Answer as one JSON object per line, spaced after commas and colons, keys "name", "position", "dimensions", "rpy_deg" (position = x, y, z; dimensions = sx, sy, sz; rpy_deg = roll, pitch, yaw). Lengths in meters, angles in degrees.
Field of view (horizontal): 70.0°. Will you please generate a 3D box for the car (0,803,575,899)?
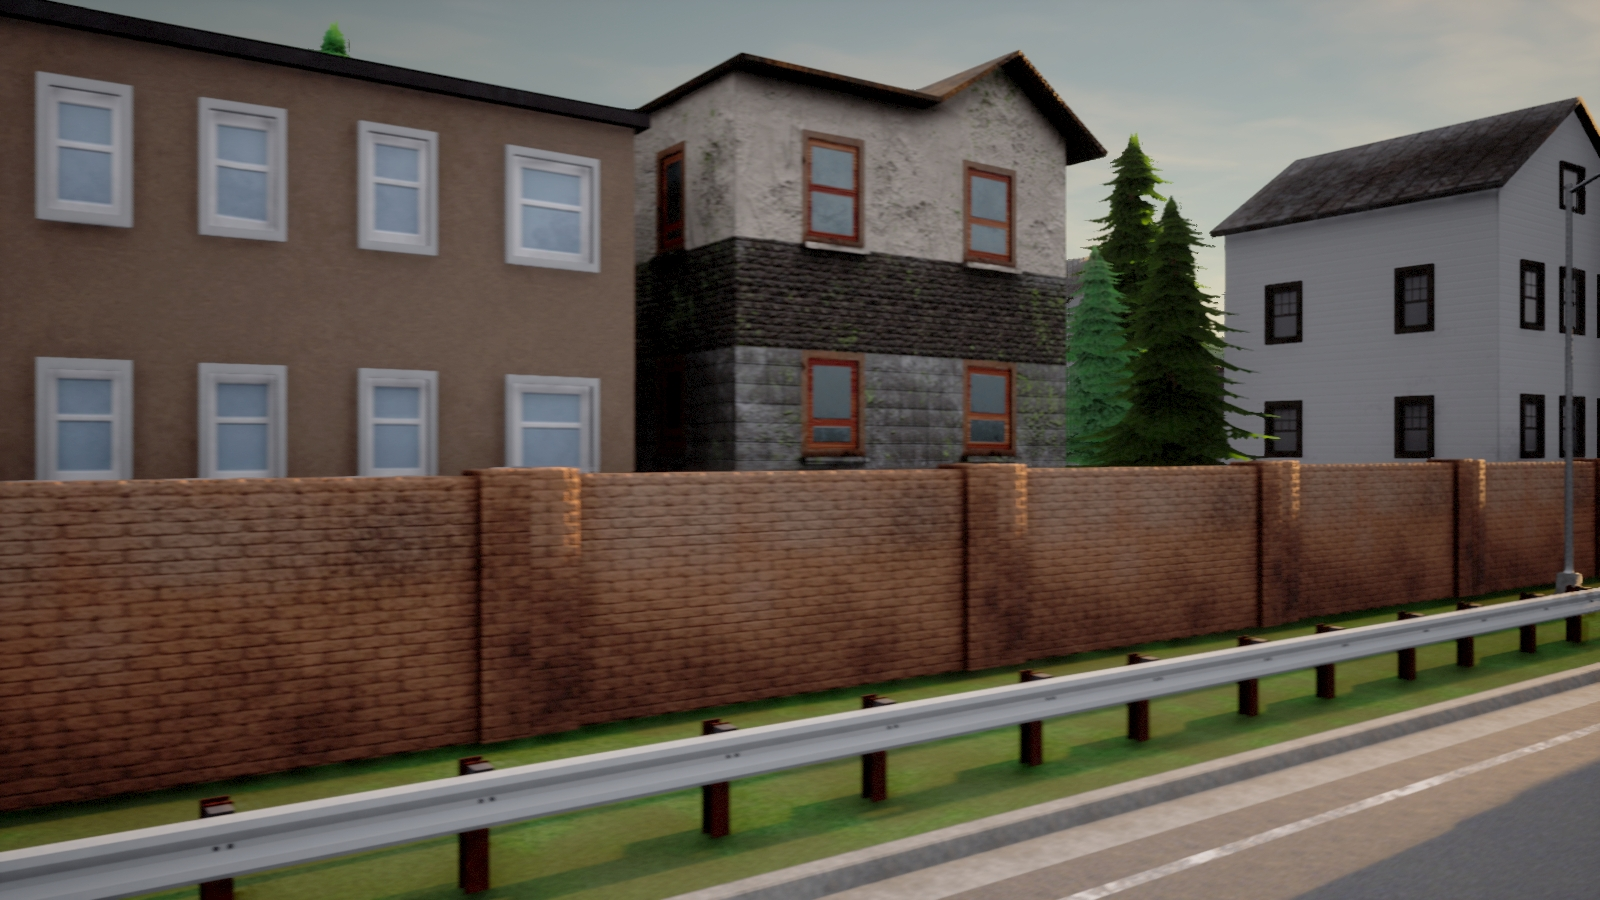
{"name": "car", "position": [-2.536, 2.040, 2.018], "dimensions": [4.514, 1.525, 2.007], "rpy_deg": [0, 0, -35]}
